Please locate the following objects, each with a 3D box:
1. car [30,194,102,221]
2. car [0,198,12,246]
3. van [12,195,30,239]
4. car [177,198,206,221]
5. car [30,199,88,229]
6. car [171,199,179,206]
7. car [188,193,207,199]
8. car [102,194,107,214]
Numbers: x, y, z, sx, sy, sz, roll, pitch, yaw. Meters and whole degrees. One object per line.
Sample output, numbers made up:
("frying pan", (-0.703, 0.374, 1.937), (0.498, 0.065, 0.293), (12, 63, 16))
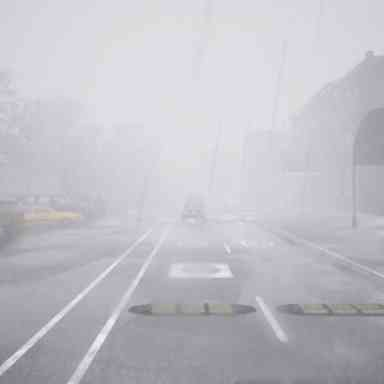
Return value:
("car", (-9.415, 1.198, 22.989), (5.566, 2.045, 2.435), (-1, 0, -20))
("car", (-9.475, 1.228, 11.122), (5.566, 2.045, 2.435), (-1, 0, -20))
("van", (-9.551, 1.249, 14.049), (4.442, 1.987, 1.878), (-1, 0, -20))
("car", (0.109, 1.501, 26.687), (2.033, 1.411, 5.357), (0, 0, 0))
("car", (-9.275, 1.452, 20.092), (5.366, 1.575, 1.946), (-1, 0, -20))
("car", (-3.018, 2.057, 66.351), (1.994, 1.385, 4.181), (0, -1, 2))
("car", (0.596, 1.216, 44.420), (2.150, 2.045, 5.566), (0, -1, 3))
("car", (-9.461, 1.190, 25.917), (5.566, 2.045, 2.435), (-1, 0, -20))
